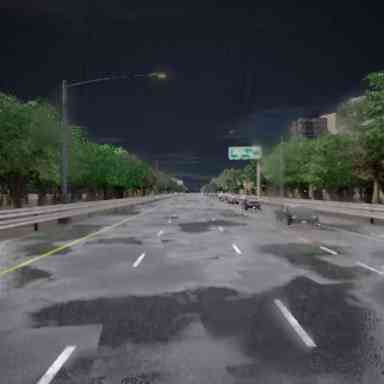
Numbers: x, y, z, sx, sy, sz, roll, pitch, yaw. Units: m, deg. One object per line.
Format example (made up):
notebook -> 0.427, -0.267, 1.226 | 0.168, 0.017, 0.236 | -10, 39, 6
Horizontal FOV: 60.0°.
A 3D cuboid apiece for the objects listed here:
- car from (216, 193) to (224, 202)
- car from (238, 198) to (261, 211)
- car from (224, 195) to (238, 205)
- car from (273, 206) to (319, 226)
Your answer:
car -> 7.313, 1.489, 77.632 | 2.128, 1.511, 4.902 | 0, 0, 0
car -> 7.094, 1.506, 40.209 | 1.837, 1.490, 4.892 | 0, 0, 0
car -> 7.194, 1.585, 58.664 | 1.895, 1.301, 4.718 | 0, 0, 0
car -> 7.033, 1.604, 23.076 | 1.895, 1.301, 4.718 | 0, 0, 0
